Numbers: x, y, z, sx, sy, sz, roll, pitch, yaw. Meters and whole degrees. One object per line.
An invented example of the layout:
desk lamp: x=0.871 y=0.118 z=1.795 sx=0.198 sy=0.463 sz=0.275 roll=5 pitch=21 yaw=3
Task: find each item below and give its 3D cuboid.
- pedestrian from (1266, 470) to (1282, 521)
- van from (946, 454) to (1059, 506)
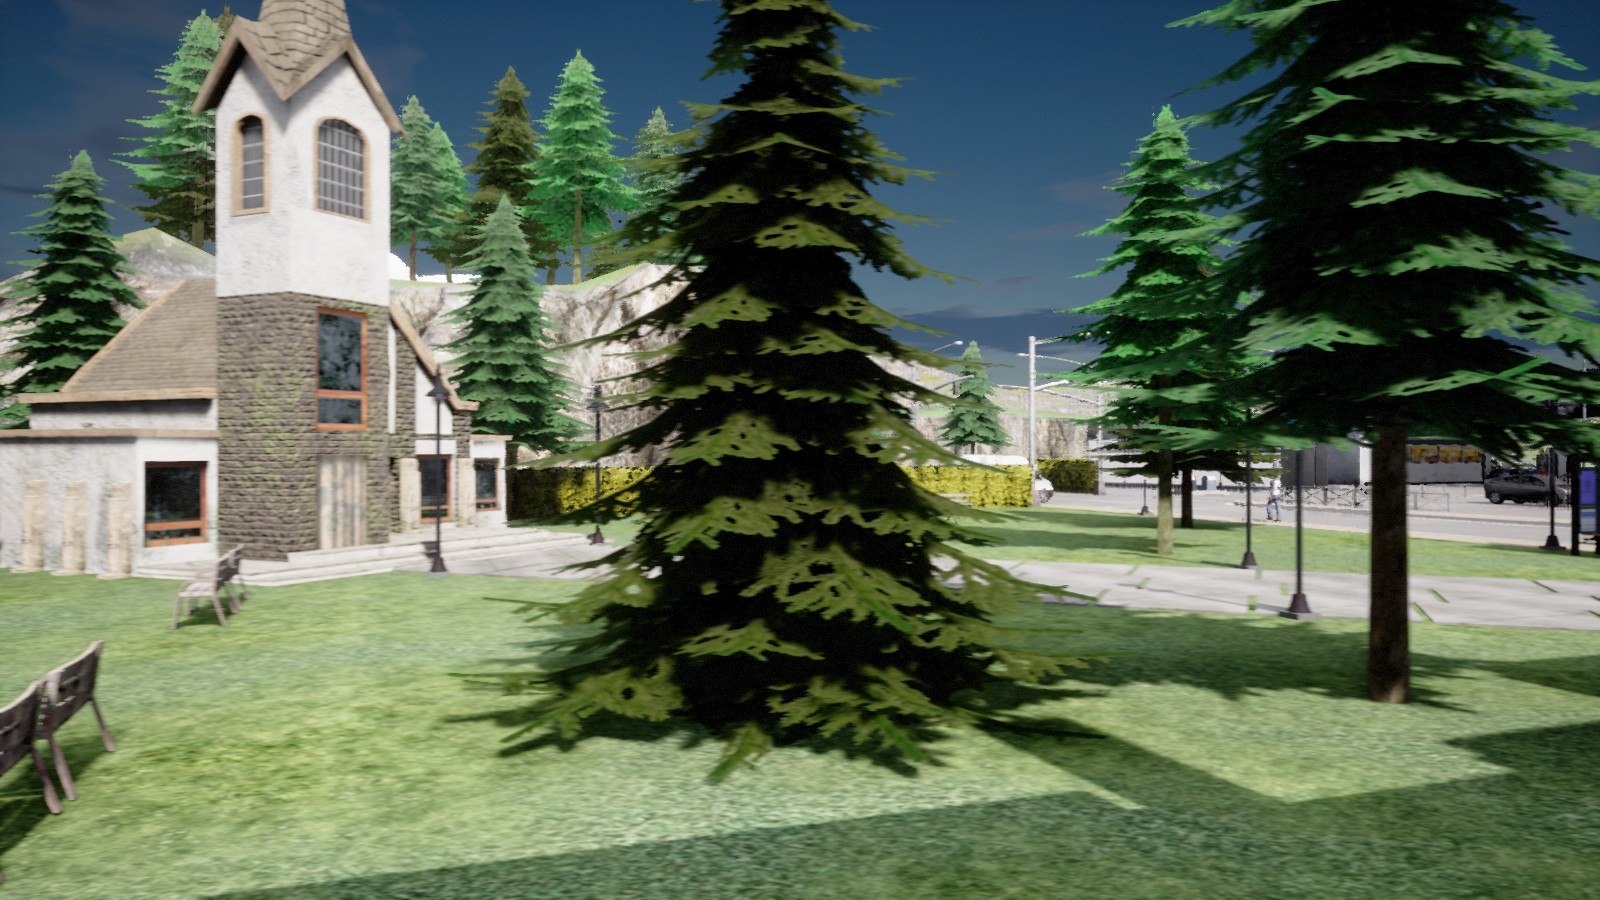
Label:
pedestrian: x=17.533 y=1.692 z=42.278 sx=0.375 sy=1.860 sz=0.375 roll=0 pitch=0 yaw=-22
van: x=10.711 y=1.531 z=60.354 sx=5.915 sy=2.561 sz=1.988 roll=0 pitch=1 yaw=-28
